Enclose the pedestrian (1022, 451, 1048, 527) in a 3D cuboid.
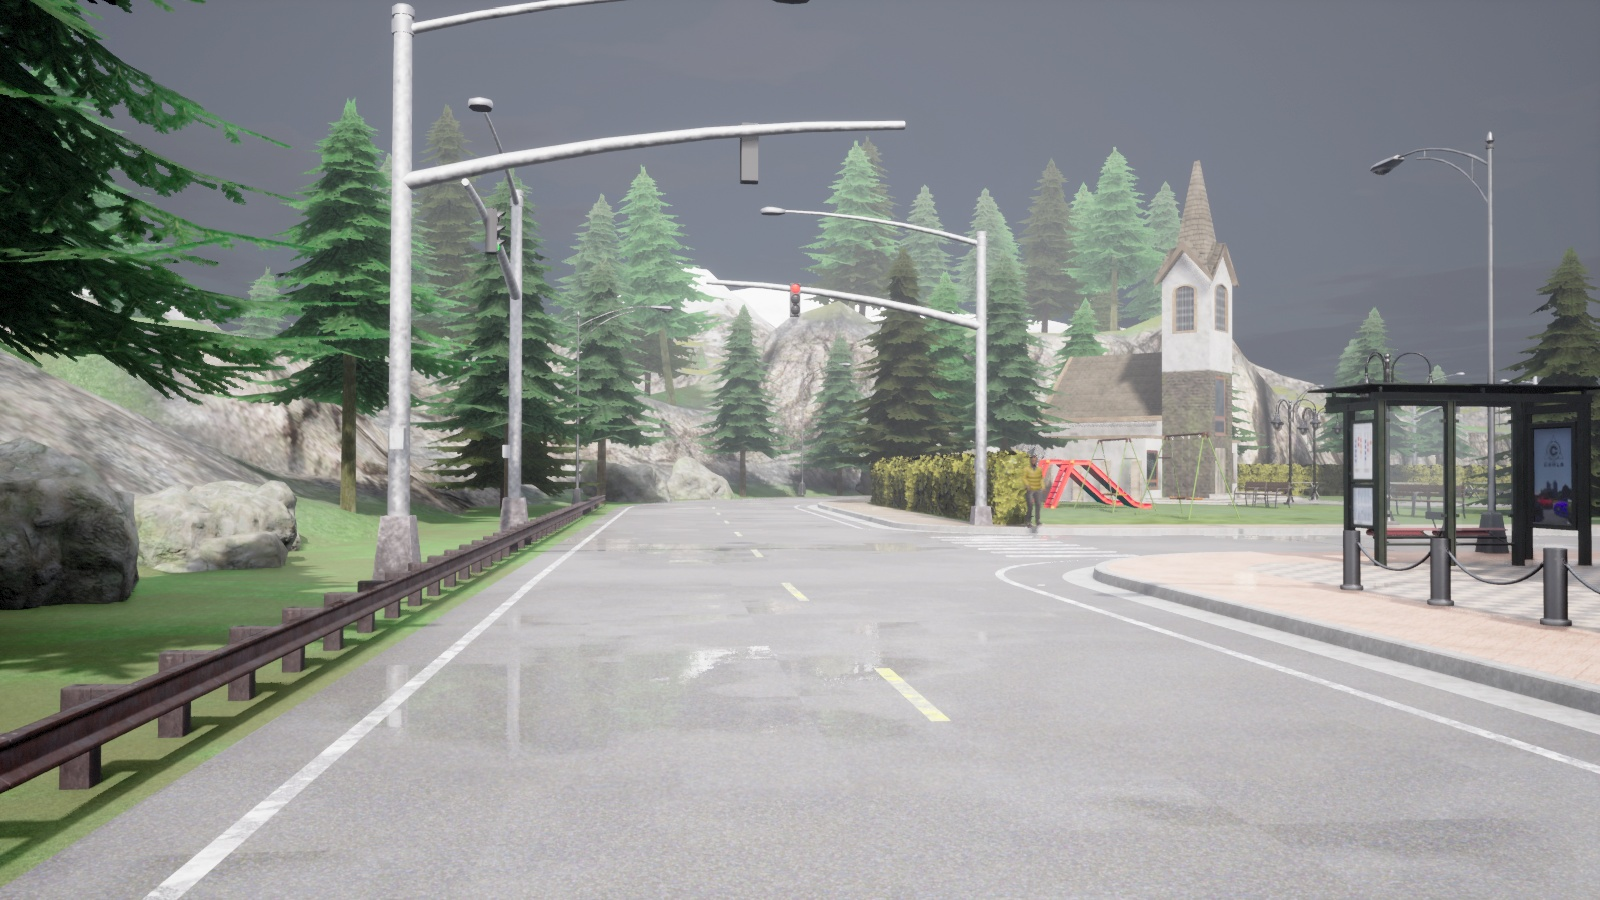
[{"bbox_3d":[5.812,0.957,31.060,0.431,1.840,0.709,0,-1,-6],"label":"pedestrian"}]
